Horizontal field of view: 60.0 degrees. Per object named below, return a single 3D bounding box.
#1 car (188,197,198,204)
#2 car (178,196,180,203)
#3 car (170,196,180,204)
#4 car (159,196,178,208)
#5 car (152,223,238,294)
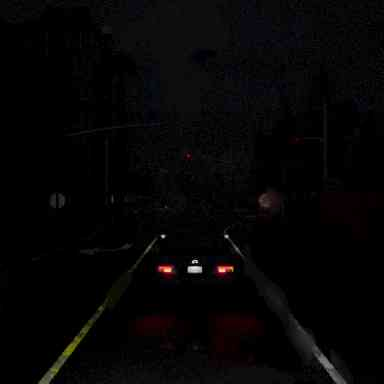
[{"bbox_3d":[0.206,1.622,66.164,1.895,1.301,4.718,0,0,0],"label":"car"},{"bbox_3d":[-3.485,1.523,57.502,1.837,1.490,4.892,0,0,0],"label":"car"},{"bbox_3d":[-3.401,1.527,67.880,1.837,1.490,4.892,0,0,0],"label":"car"},{"bbox_3d":[-3.514,1.563,47.440,2.033,1.411,5.357,0,0,0],"label":"car"},{"bbox_3d":[0.073,1.550,8.959,2.033,1.411,5.357,0,0,0],"label":"car"}]
